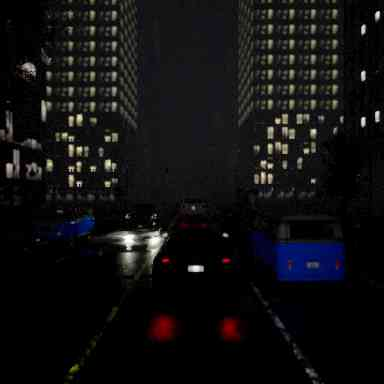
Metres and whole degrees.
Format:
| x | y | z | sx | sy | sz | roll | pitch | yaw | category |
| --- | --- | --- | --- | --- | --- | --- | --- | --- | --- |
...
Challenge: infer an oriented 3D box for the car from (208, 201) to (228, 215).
| x | y | z | sx | sy | sz | roll | pitch | yaw | category |
| --- | --- | --- | --- | --- | --- | --- | --- | --- | --- |
| 2.849 | 1.780 | 37.650 | 1.947 | 1.339 | 4.313 | -1 | 0 | 0 | car |

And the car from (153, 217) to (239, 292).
| x | y | z | sx | sy | sz | roll | pitch | yaw | category |
| --- | --- | --- | --- | --- | --- | --- | --- | --- | --- |
| 0.092 | 1.619 | 9.105 | 1.994 | 1.385 | 4.181 | 0 | 0 | 0 | car |

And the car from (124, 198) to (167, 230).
| x | y | z | sx | sy | sz | roll | pitch | yaw | category |
| --- | --- | --- | --- | --- | --- | --- | --- | --- | --- |
| -3.079 | 1.479 | 22.025 | 2.097 | 1.767 | 4.553 | 0 | 0 | 0 | car |

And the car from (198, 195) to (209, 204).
| x | y | z | sx | sy | sz | roll | pitch | yaw | category |
| --- | --- | --- | --- | --- | --- | --- | --- | --- | --- |
| 2.626 | 1.741 | 76.580 | 2.192 | 1.841 | 5.009 | 0 | 0 | 0 | car |

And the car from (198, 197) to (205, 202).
| x | y | z | sx | sy | sz | roll | pitch | yaw | category |
| --- | --- | --- | --- | --- | --- | --- | --- | --- | --- |
| 2.594 | 2.097 | 93.500 | 1.802 | 1.307 | 4.206 | 0 | 0 | 0 | car |

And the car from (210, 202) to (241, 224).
| x | y | z | sx | sy | sz | roll | pitch | yaw | category |
| --- | --- | --- | --- | --- | --- | --- | --- | --- | --- |
| 2.761 | 1.717 | 26.281 | 1.947 | 1.339 | 4.313 | -1 | 0 | 0 | car |

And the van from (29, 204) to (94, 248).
| x | y | z | sx | sy | sz | roll | pitch | yaw | category |
| --- | --- | --- | --- | --- | --- | --- | --- | --- | --- |
| -5.686 | 1.429 | 14.926 | 1.690 | 1.788 | 3.998 | -1 | 0 | 0 | van |

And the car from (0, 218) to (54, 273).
| x | y | z | sx | sy | sz | roll | pitch | yaw | category |
| --- | --- | --- | --- | --- | --- | --- | --- | --- | --- |
| -5.690 | 1.637 | 9.241 | 1.802 | 1.307 | 4.206 | -1 | 0 | 0 | car |

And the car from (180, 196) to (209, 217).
| x | y | z | sx | sy | sz | roll | pitch | yaw | category |
| --- | --- | --- | --- | --- | --- | --- | --- | --- | --- |
| 0.125 | 1.394 | 30.269 | 2.150 | 2.045 | 5.566 | 0 | 0 | 0 | car |

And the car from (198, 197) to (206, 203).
| x | y | z | sx | sy | sz | roll | pitch | yaw | category |
| --- | --- | --- | --- | --- | --- | --- | --- | --- | --- |
| 2.604 | 2.012 | 88.029 | 1.752 | 1.417 | 4.829 | 0 | 0 | 0 | car |

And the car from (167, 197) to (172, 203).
| x | y | z | sx | sy | sz | roll | pitch | yaw | category |
| --- | --- | --- | --- | --- | --- | --- | --- | --- | --- |
| -5.765 | 1.980 | 82.028 | 1.752 | 1.417 | 4.829 | 0 | 0 | 0 | car |

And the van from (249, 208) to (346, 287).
| x | y | z | sx | sy | sz | roll | pitch | yaw | category |
| --- | --- | --- | --- | --- | --- | --- | --- | --- | --- |
| 2.688 | 1.396 | 9.234 | 1.690 | 1.788 | 3.998 | -1 | 0 | 0 | van |
